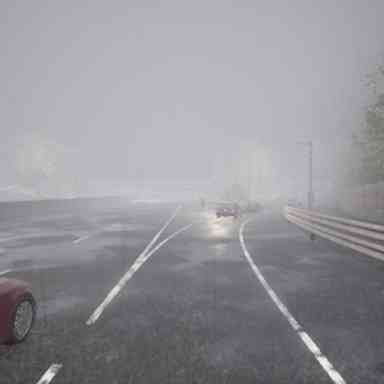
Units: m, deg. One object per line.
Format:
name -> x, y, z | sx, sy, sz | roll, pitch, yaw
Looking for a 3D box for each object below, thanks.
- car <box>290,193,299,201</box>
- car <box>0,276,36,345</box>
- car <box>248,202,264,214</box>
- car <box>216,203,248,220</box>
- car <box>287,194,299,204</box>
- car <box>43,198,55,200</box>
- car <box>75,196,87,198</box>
car -> 26.283, 1.245, 85.155 | 2.128, 1.511, 4.902 | 0, 4, 19
car -> -3.403, 1.525, 3.402 | 1.812, 1.442, 4.674 | 0, 0, 0
car -> 7.695, 2.019, 41.864 | 2.033, 1.411, 5.357 | 0, -1, 25
car -> 3.499, 1.714, 30.268 | 2.033, 1.411, 5.357 | 0, -3, 16
car -> 22.804, 1.796, 75.707 | 1.882, 1.535, 5.008 | 0, 3, 20
car -> -24.546, 1.604, 56.877 | 1.895, 1.301, 4.718 | 0, 0, 1
car -> -24.532, 1.542, 73.053 | 2.128, 1.511, 4.902 | 0, 0, 0
